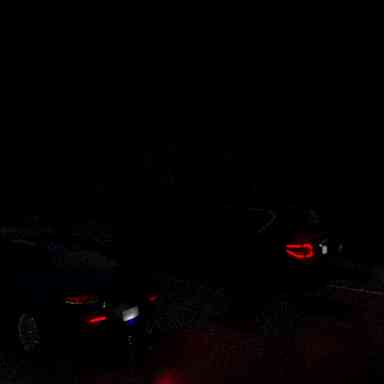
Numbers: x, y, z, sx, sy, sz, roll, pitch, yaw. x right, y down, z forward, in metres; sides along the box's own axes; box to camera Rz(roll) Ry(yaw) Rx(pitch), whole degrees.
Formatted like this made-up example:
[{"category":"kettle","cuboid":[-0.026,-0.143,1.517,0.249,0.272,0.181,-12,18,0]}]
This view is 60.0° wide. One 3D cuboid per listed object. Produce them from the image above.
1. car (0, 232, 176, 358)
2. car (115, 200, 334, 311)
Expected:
[{"category":"car","cuboid":[-2.721,1.508,5.941,4.674,1.442,1.812,0,0,35]},{"category":"car","cuboid":[0.400,1.208,8.011,5.566,2.045,2.150,0,0,36]}]
